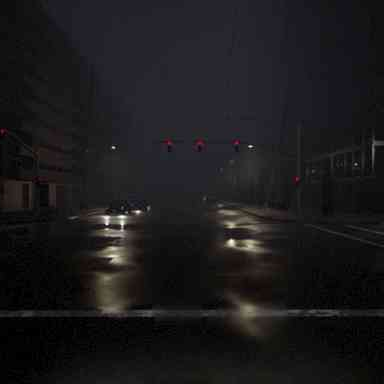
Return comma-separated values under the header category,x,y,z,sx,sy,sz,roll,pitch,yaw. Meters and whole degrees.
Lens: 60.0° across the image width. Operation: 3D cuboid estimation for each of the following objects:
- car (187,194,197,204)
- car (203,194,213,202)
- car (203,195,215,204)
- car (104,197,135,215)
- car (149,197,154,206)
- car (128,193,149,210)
category,x,y,z,sx,sy,sz,roll,pitch,yaw
car,-0.038,1.563,64.574,1.994,1.385,4.181,0,0,1
car,3.465,1.355,74.531,2.097,1.767,4.553,0,0,1
car,3.461,1.491,64.666,2.128,1.511,4.902,0,0,1
car,-7.466,1.525,34.177,1.812,1.442,4.674,0,0,0
car,-7.340,1.547,54.552,2.033,1.411,5.357,0,0,1
car,-7.452,1.221,44.088,2.150,2.045,5.566,0,0,1
